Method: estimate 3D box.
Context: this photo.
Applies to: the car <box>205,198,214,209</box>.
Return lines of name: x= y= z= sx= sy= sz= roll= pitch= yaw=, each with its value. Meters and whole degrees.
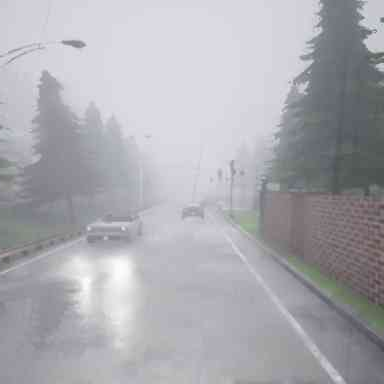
car: x=1.510 y=1.547 z=44.699 sx=1.812 sy=1.442 sz=4.674 roll=0 pitch=-2 yaw=21

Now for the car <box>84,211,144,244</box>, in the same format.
car: x=-3.526 y=1.598 z=15.858 sx=1.895 sy=1.301 sz=4.718 roll=0 pitch=0 yaw=0

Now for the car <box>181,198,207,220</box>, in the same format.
car: x=0.077 y=1.519 z=27.984 sx=1.812 sy=1.442 sz=4.674 roll=0 pitch=0 yaw=0
